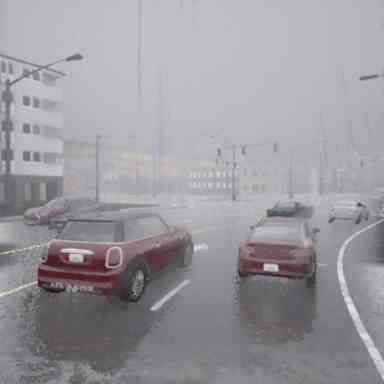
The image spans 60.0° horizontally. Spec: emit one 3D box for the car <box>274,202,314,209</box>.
[{"bbox_3d":[7.077,1.352,23.536,1.895,1.301,4.718,1,1,36],"label":"car"}]

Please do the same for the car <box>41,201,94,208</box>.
[{"bbox_3d":[-5.365,1.366,17.549,1.994,1.385,4.181,0,1,28],"label":"car"}]

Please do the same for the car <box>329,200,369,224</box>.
[{"bbox_3d":[10.595,1.293,22.404,1.812,1.442,4.674,1,0,37],"label":"car"}]

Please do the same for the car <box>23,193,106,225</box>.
[{"bbox_3d":[-7.837,1.122,20.293,2.097,1.767,4.553,0,1,30],"label":"car"}]

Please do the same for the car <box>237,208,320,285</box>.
[{"bbox_3d":[2.512,1.426,9.275,1.812,1.442,4.674,0,1,21],"label":"car"}]

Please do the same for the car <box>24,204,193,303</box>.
[{"bbox_3d":[-1.537,1.257,8.345,2.097,1.767,4.553,0,1,18],"label":"car"}]
